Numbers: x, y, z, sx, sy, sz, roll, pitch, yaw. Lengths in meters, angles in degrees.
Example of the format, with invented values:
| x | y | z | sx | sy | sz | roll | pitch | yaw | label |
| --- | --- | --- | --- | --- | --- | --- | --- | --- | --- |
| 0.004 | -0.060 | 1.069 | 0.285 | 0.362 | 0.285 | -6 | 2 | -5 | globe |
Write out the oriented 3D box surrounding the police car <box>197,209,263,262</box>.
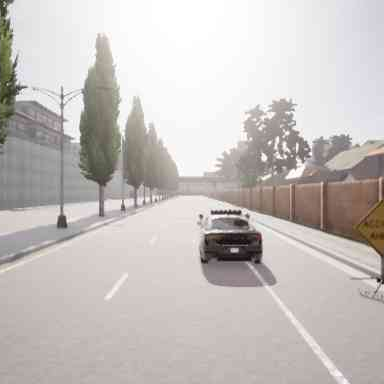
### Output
| x | y | z | sx | sy | sz | roll | pitch | yaw | label |
| --- | --- | --- | --- | --- | --- | --- | --- | --- | --- |
| 1.225 | 1.454 | 12.135 | 1.930 | 1.638 | 5.238 | 0 | 0 | 0 | police car |

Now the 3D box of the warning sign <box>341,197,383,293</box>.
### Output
| x | y | z | sx | sy | sz | roll | pitch | yaw | label |
| --- | --- | --- | --- | --- | --- | --- | --- | --- | --- |
| 4.048 | 1.048 | 7.027 | 1.300 | 1.860 | 1.060 | 0 | 0 | 0 | warning sign |
